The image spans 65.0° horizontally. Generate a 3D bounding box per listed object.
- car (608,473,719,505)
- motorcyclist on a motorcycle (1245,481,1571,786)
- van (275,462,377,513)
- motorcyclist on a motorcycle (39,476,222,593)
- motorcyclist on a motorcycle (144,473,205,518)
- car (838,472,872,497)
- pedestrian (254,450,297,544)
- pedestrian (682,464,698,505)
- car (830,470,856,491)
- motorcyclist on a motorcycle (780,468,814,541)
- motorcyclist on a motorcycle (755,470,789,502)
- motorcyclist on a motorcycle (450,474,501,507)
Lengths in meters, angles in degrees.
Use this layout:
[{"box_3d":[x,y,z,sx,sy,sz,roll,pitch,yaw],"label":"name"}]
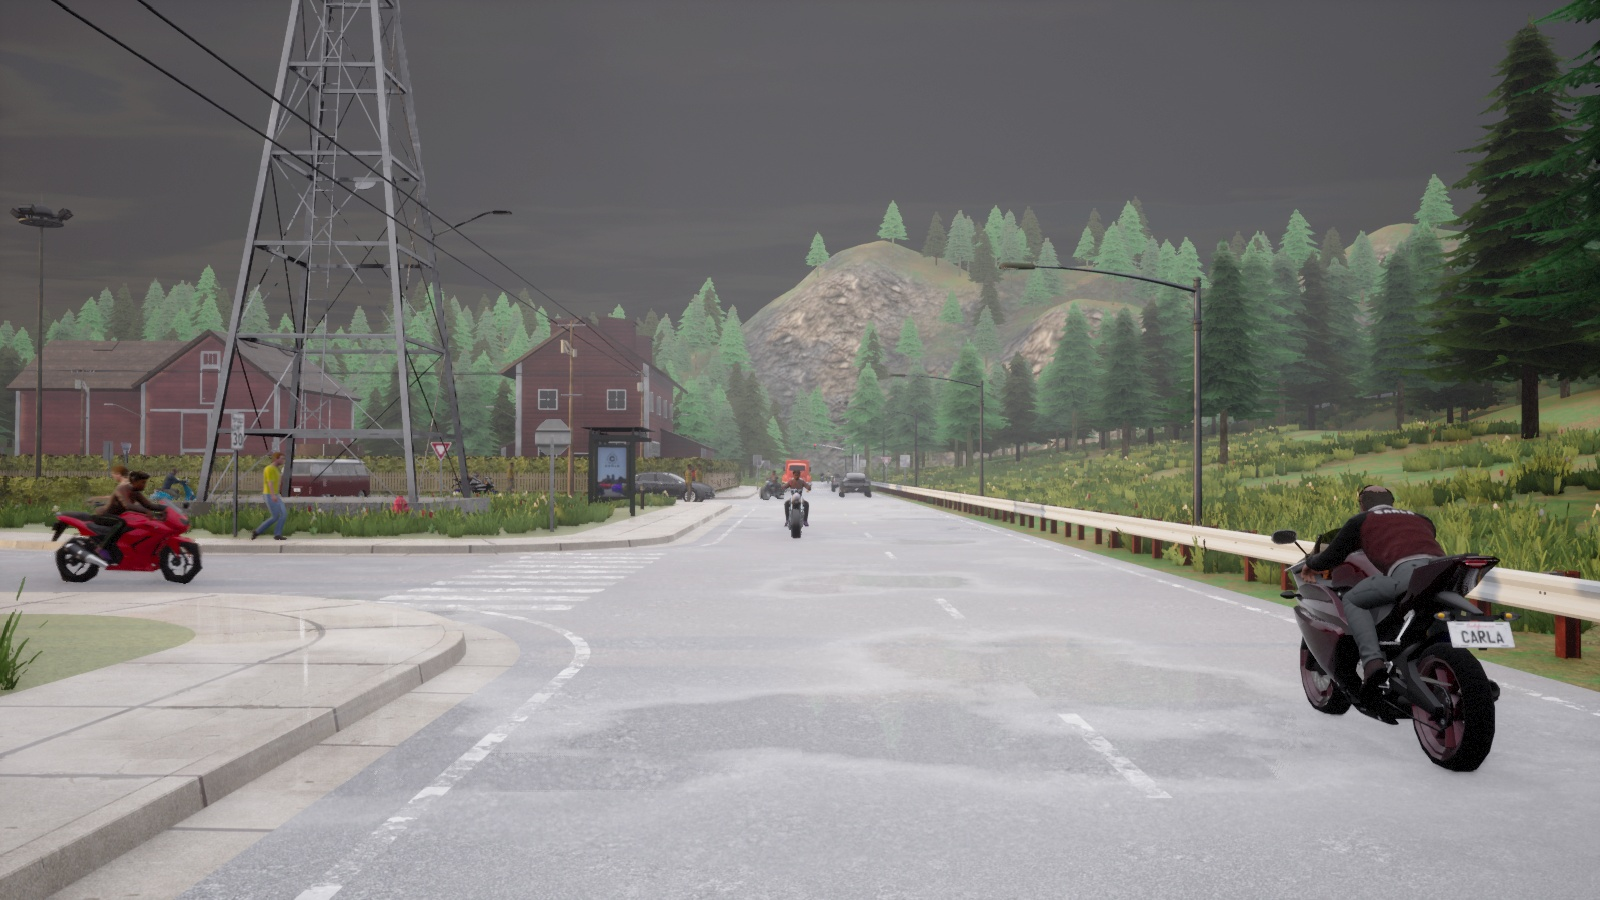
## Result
[{"box_3d":[-6.437,1.841,59.464,4.892,1.490,1.837,0,-1,7],"label":"car"},{"box_3d":[3.483,0.961,7.490,0.866,1.530,2.191,0,-1,0],"label":"motorcyclist on a motorcycle"},{"box_3d":[-19.477,1.513,51.791,1.775,1.987,4.442,0,-1,13],"label":"van"},{"box_3d":[-8.994,1.116,16.925,2.044,1.523,0.797,0,-1,1],"label":"motorcyclist on a motorcycle"},{"box_3d":[-22.594,1.619,45.392,1.817,1.590,0.866,1,-1,-40],"label":"motorcyclist on a motorcycle"},{"box_3d":[3.336,2.088,76.529,1.837,1.490,4.892,0,-1,0],"label":"car"},{"box_3d":[-10.377,0.928,24.841,0.706,1.836,0.354,0,-1,-4],"label":"pedestrian"},{"box_3d":[-5.054,1.587,57.683,0.709,1.840,0.431,0,-1,-11],"label":"pedestrian"},{"box_3d":[3.277,2.311,96.180,1.851,1.617,3.988,0,-1,0],"label":"car"},{"box_3d":[-0.072,1.265,29.822,0.766,1.649,2.350,0,-1,0],"label":"motorcyclist on a motorcycle"},{"box_3d":[-1.462,1.893,66.954,0.766,1.649,2.350,-2,-1,26],"label":"motorcyclist on a motorcycle"},{"box_3d":[-15.429,1.912,59.747,2.191,1.530,0.866,0,-1,0],"label":"motorcyclist on a motorcycle"}]
